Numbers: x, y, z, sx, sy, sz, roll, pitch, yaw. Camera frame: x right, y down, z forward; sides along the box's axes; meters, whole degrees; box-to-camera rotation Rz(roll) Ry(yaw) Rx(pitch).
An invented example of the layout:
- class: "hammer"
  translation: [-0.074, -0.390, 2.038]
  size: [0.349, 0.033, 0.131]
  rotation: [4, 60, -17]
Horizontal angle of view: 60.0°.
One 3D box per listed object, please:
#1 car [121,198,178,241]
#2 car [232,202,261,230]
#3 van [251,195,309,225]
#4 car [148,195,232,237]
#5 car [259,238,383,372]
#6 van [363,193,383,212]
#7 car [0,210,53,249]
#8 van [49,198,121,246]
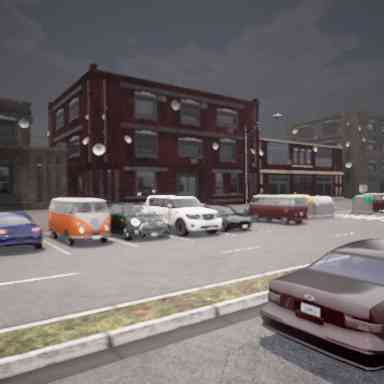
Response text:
- class: "car"
  translation: [-3.000, 1.344, 16.937]
  size: [2.185, 1.767, 4.553]
  rotation: [0, 0, -36]
- class: "car"
  translation: [1.500, 1.483, 20.129]
  size: [2.163, 1.488, 4.792]
  rotation: [0, 0, -36]
- class: "van"
  translation: [5.879, 1.205, 23.489]
  size: [1.878, 1.987, 4.442]
  rotation: [0, 0, -36]
- class: "car"
  translation: [-0.733, 1.211, 18.509]
  size: [2.435, 2.045, 5.566]
  rotation: [0, 0, -36]
- class: "car"
  translation: [3.537, 1.540, 5.694]
  size: [5.357, 1.411, 2.033]
  rotation: [0, 0, -36]
- class: "van"
  translation: [19.405, 1.096, 33.020]
  size: [1.878, 1.987, 4.442]
  rotation: [-1, 0, -36]
- class: "car"
  translation: [-7.444, 1.520, 13.669]
  size: [2.002, 1.452, 4.674]
  rotation: [0, 0, -36]
- class: "van"
  translation: [-5.145, 1.250, 15.197]
  size: [1.878, 1.987, 4.442]
  rotation: [0, 0, -36]
